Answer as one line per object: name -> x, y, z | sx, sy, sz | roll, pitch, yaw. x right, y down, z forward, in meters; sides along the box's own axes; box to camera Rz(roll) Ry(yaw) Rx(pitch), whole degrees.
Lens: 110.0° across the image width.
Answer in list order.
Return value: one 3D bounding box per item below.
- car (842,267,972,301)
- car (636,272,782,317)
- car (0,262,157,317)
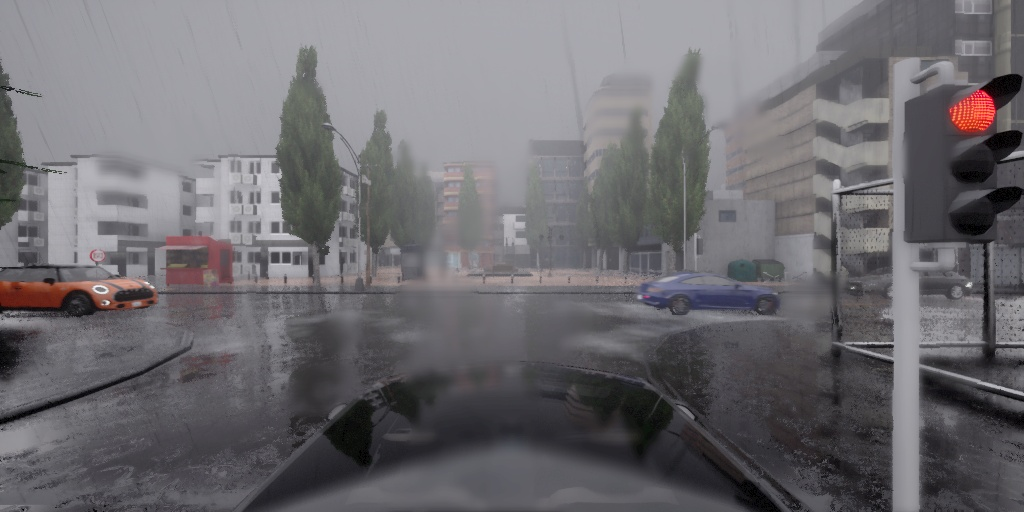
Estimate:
car -> 18.435, 1.255, 16.850 | 4.892, 1.490, 1.837 | 0, 0, 0
car -> 6.802, 1.276, 12.651 | 4.674, 1.442, 1.812 | 0, 0, 0
car -> -15.445, 1.102, 12.616 | 4.553, 1.767, 2.097 | 0, 0, 0
